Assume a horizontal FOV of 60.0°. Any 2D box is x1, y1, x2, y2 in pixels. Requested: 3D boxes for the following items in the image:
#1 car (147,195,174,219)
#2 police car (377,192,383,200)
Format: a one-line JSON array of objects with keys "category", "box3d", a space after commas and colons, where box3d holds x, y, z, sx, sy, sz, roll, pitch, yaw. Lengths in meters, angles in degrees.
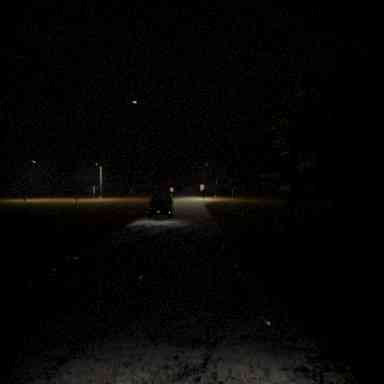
[{"category": "car", "box3d": [-2.852, 1.302, 31.096, 2.150, 2.045, 5.566, 0, 0, 0]}, {"category": "police car", "box3d": [38.987, 0.821, 69.353, 5.238, 1.638, 1.930, 0, -1, 0]}]
